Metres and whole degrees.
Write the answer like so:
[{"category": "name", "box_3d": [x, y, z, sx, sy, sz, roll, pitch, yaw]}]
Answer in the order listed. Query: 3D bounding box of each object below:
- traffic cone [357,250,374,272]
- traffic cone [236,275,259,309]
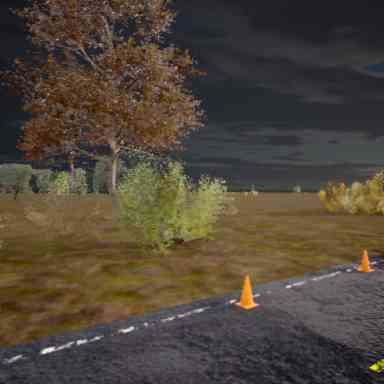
[{"category": "traffic cone", "box_3d": [5.049, 1.985, 9.686, 0.340, 0.580, 0.340, 0, 0, -38]}, {"category": "traffic cone", "box_3d": [1.112, 1.974, 6.688, 0.340, 0.580, 0.340, 0, 0, -37]}]
